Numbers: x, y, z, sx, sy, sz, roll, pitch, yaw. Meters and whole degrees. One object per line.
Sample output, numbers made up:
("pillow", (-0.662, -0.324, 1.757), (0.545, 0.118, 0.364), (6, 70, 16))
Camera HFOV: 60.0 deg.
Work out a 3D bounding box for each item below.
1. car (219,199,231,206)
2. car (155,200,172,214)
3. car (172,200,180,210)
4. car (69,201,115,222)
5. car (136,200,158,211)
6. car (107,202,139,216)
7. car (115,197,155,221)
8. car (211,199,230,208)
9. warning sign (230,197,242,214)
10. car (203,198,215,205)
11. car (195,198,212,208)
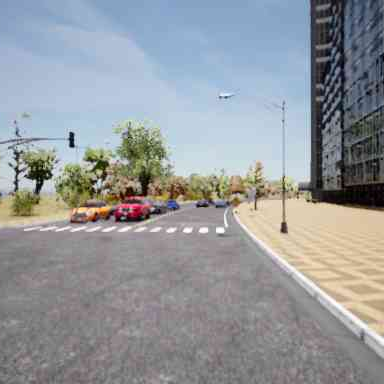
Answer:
("car", (6.921, 2.155, 69.435), (2.128, 1.511, 4.902), (0, -1, 12))
("car", (-4.252, 1.840, 40.013), (2.128, 1.511, 4.902), (0, -1, 6))
("car", (-2.940, 1.967, 50.209), (1.812, 1.442, 4.674), (0, -1, 8))
("car", (-8.652, 1.593, 28.540), (2.097, 1.767, 4.553), (0, -1, 6))
("car", (-6.486, 1.924, 48.303), (1.837, 1.490, 4.892), (0, -1, 8))
("car", (-7.752, 1.873, 37.966), (2.033, 1.411, 5.357), (0, -1, 6))
("car", (-5.230, 1.480, 30.085), (2.150, 2.045, 5.566), (0, -1, 5))
("car", (5.136, 2.081, 59.064), (2.033, 1.411, 5.357), (0, -1, 10))
("warning sign", (4.897, 1.450, 37.198), (1.300, 1.860, 1.060), (0, 0, 6))
("car", (3.609, 1.999, 69.446), (1.812, 1.442, 4.674), (0, -1, 12))
("car", (1.834, 2.097, 59.669), (1.994, 1.385, 4.181), (0, -1, 10))
